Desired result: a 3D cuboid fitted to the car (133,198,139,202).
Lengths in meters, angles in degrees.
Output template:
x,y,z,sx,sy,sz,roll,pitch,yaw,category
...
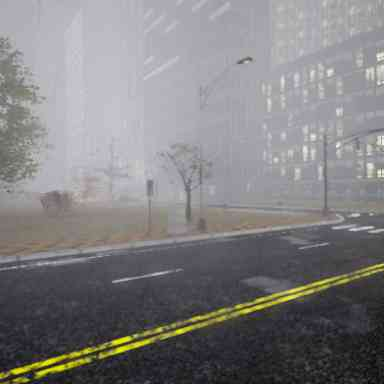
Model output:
x,y,z,sx,sy,sz,roll,pitch,yaw,category
-11.554,1.267,61.453,1.895,1.301,4.718,-1,1,-35,car
